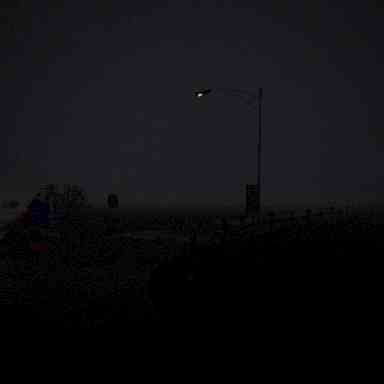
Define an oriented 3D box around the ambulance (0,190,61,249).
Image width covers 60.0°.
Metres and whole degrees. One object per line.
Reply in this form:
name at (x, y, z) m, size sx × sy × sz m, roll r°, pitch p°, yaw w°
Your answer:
ambulance at (-8.910, 1.096, 13.539) m, size 6.366 × 2.431 × 2.351 m, roll 1°, pitch -1°, yaw -40°
